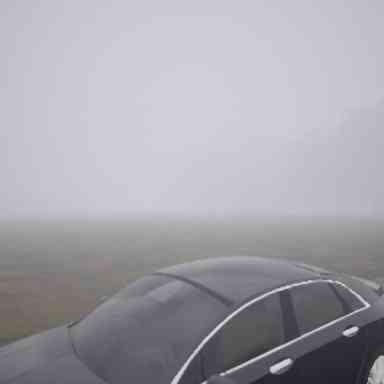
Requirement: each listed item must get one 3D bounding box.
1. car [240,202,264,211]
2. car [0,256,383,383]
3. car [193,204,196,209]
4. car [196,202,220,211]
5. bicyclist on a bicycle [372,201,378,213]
[{"bbox_3d":[10.668,2.576,59.668,1.882,1.535,5.008,-1,-1,-35],"label":"car"},{"bbox_3d":[0.204,1.504,3.216,4.892,1.490,1.837,0,0,-35],"label":"car"},{"bbox_3d":[2.022,2.837,71.828,2.128,1.511,4.902,-1,-1,-35],"label":"car"},{"bbox_3d":[3.407,2.688,65.120,2.097,1.767,4.553,-1,-1,-35],"label":"car"},{"bbox_3d":[24.855,2.059,45.074,1.656,1.620,0.582,0,-1,-35],"label":"bicyclist on a bicycle"}]
